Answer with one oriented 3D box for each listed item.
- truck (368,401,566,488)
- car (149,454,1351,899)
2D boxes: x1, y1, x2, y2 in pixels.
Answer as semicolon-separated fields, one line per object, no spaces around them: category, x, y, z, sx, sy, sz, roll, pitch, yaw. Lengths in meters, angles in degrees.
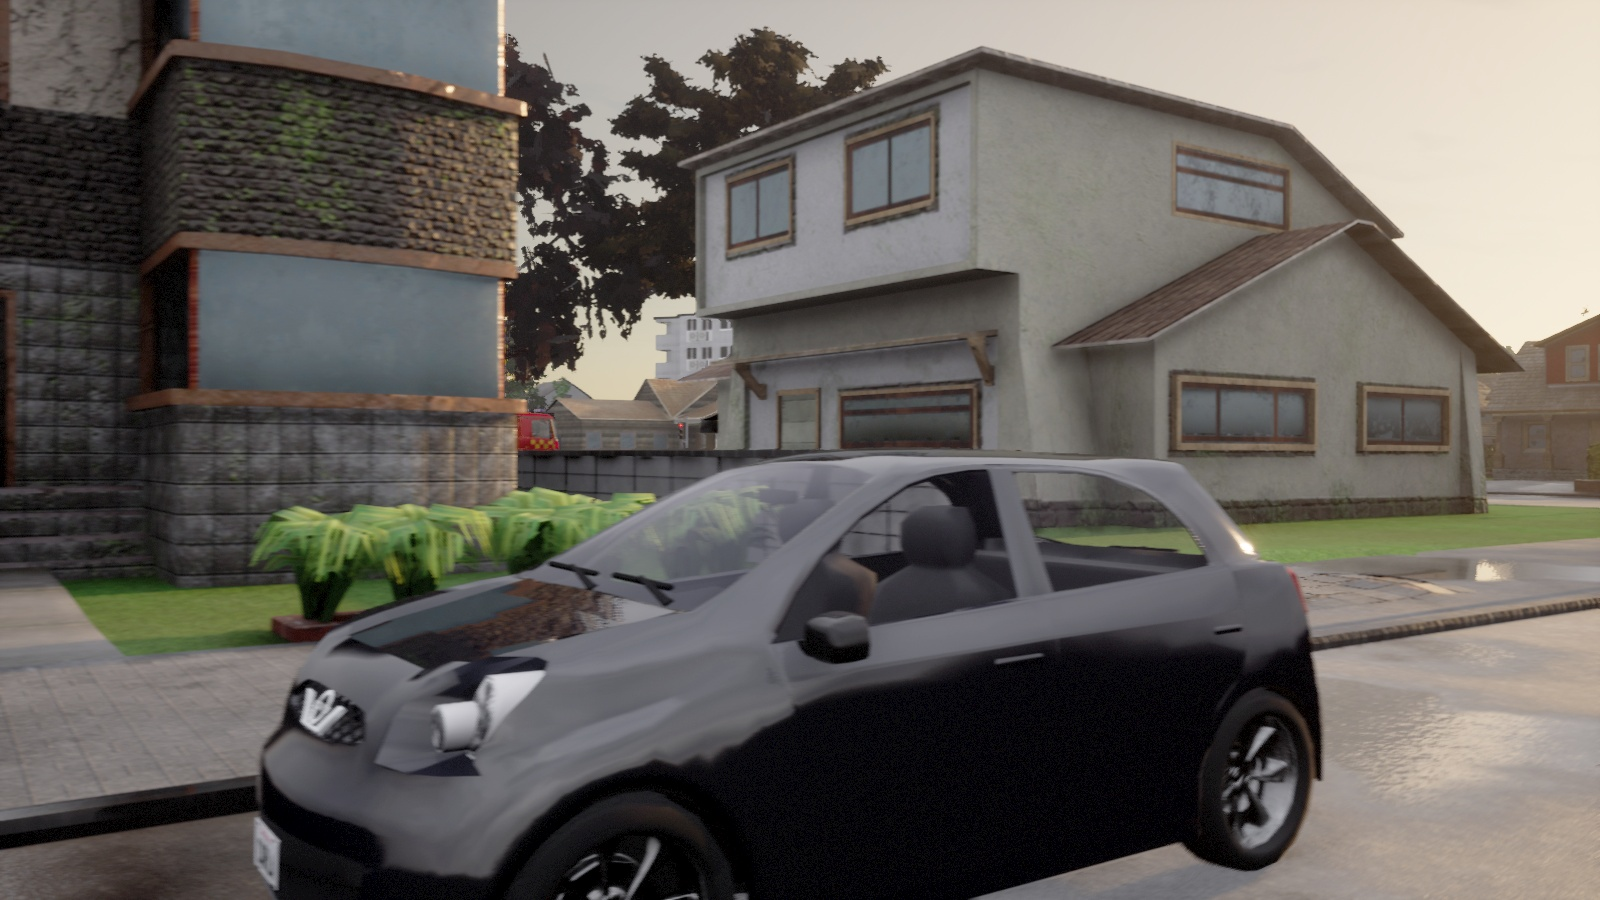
truck;-15.470;-0.243;58.726;8.468;3.827;2.891;0;0;-35
car;-0.036;0.769;4.243;3.633;1.501;1.845;0;0;-35
